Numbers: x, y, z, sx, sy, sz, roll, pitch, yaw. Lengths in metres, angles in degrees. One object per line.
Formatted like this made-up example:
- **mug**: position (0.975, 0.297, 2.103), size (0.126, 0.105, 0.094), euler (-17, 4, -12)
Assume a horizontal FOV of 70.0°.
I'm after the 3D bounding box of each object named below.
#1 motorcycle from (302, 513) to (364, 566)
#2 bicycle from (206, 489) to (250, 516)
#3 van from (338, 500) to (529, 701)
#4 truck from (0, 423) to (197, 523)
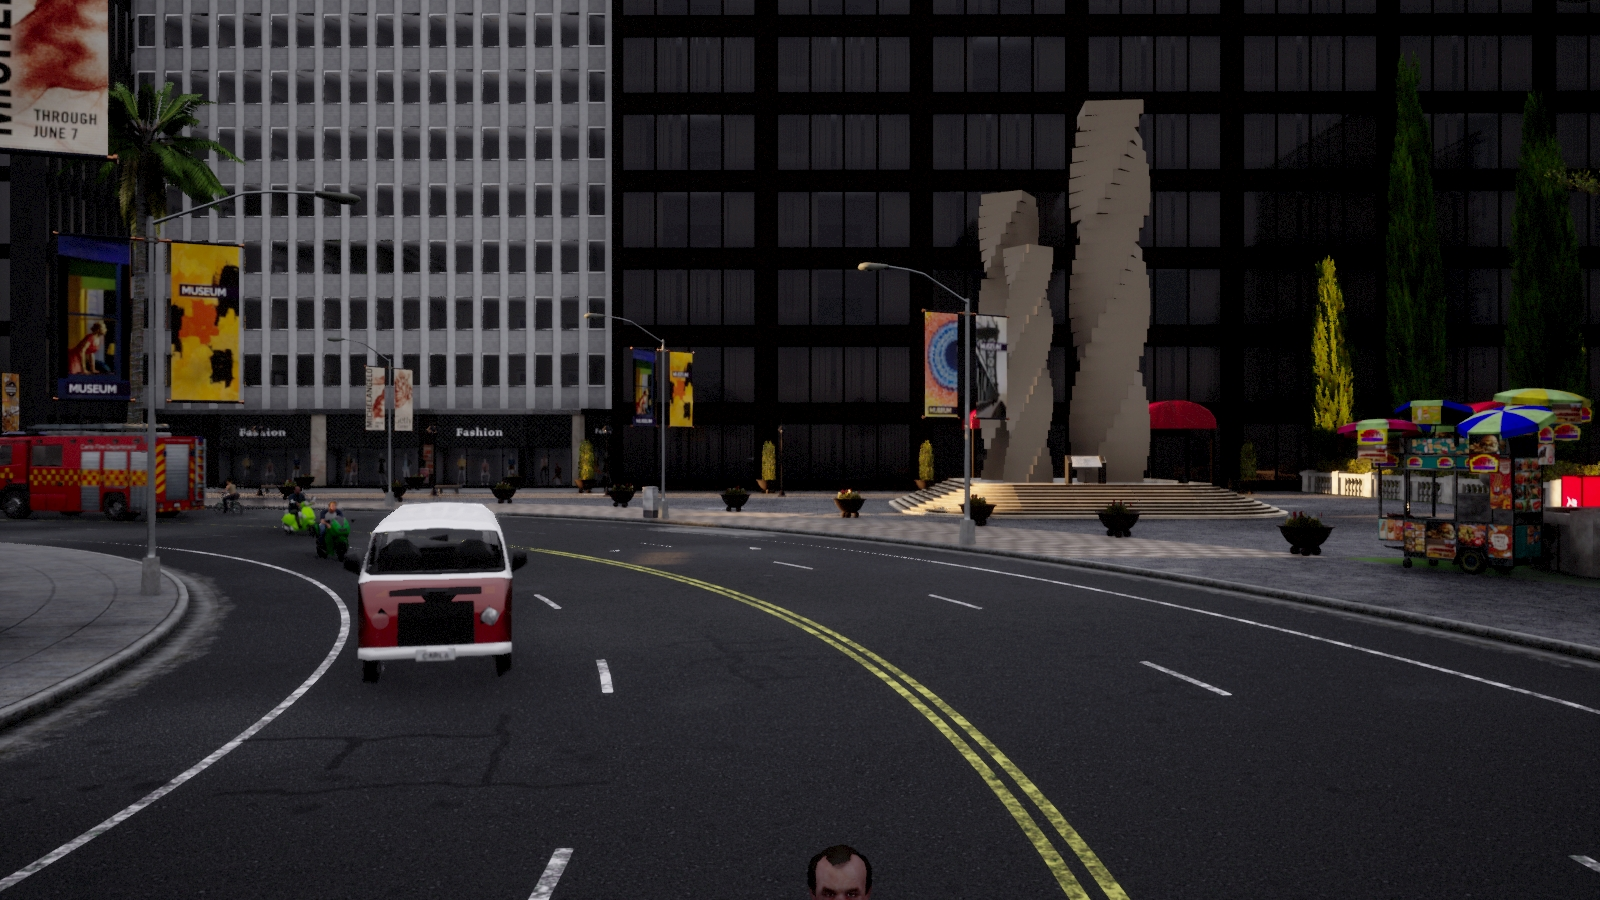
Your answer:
- **motorcycle**: position (-11.725, 2.213, 28.652), size (0.803, 1.145, 2.033), euler (-2, 1, -41)
- **bicycle**: position (-24.431, 2.256, 48.820), size (1.487, 1.080, 0.859), euler (0, 1, 17)
- **van**: position (-4.771, 1.783, 15.161), size (2.069, 2.038, 4.480), euler (0, 0, -16)
- **truck**: position (-29.152, 0.890, 46.509), size (8.468, 3.827, 2.891), euler (0, 0, 15)
